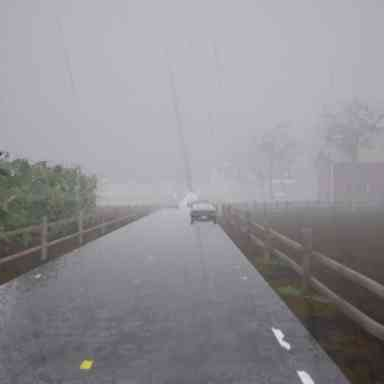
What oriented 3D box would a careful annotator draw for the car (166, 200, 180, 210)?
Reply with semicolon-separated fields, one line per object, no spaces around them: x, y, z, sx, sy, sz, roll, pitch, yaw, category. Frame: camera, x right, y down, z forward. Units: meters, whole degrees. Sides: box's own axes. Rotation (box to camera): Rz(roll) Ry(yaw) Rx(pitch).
-2.828;1.929;49.774;2.033;1.411;5.357;0;-1;0;car

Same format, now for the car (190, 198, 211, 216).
0.824;1.563;35.307;2.097;1.767;4.553;0;-1;0;car

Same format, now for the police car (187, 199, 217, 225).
0.825;1.540;25.441;1.930;1.638;5.238;0;0;0;police car

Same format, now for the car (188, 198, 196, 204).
0.000;2.146;76.370;1.895;1.301;4.718;0;0;0;car

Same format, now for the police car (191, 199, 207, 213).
0.825;1.709;41.449;1.930;1.638;5.238;0;-1;0;police car
